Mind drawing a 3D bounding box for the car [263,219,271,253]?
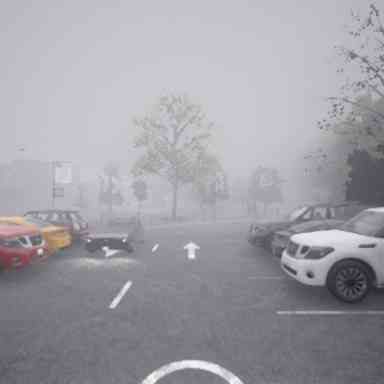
[{"bbox_3d":[5.074,1.656,10.797,4.892,1.521,2.231,0,-1,0],"label":"car"}]

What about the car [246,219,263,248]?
[{"bbox_3d":[5.040,1.463,13.471,5.566,2.045,2.435,0,-1,0],"label":"car"}]

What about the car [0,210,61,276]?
[{"bbox_3d":[-7.154,1.377,9.632,5.566,2.045,2.435,0,-1,0],"label":"car"}]

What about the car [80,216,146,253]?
[{"bbox_3d":[-3.284,1.824,15.290,2.033,1.411,5.357,0,-1,0],"label":"car"}]

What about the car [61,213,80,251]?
[{"bbox_3d":[-7.191,1.693,12.543,5.008,1.535,2.097,0,-1,0],"label":"car"}]

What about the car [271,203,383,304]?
[{"bbox_3d":[5.064,1.346,8.010,5.566,2.045,2.435,0,-1,0],"label":"car"}]
